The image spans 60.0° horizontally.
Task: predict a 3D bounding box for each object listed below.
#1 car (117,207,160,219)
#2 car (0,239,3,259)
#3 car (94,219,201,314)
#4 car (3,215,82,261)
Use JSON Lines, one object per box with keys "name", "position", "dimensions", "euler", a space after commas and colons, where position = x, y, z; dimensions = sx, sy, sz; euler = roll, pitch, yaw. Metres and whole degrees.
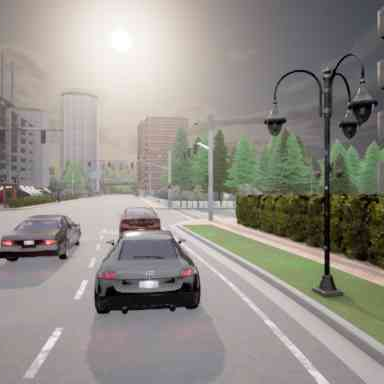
{"name": "car", "position": [-2.659, 1.477, 16.562], "dimensions": [1.882, 1.535, 5.008], "euler": [0, 0, -12]}
{"name": "car", "position": [-3.876, 1.491, 2.757], "dimensions": [2.128, 1.511, 4.902], "euler": [0, 0, -5]}
{"name": "car", "position": [-1.042, 1.564, 7.725], "dimensions": [1.994, 1.385, 4.181], "euler": [0, 0, -9]}
{"name": "car", "position": [-5.317, 1.547, 12.289], "dimensions": [2.033, 1.411, 5.357], "euler": [0, 0, -11]}
